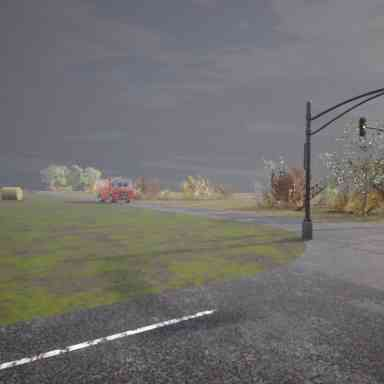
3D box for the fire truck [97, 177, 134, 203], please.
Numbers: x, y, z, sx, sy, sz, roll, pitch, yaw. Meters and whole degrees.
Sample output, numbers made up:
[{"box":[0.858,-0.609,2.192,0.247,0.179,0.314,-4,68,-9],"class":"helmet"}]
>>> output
[{"box":[-11.714,-0.355,50.067,2.891,3.827,8.468,1,0,-32],"class":"fire truck"}]
